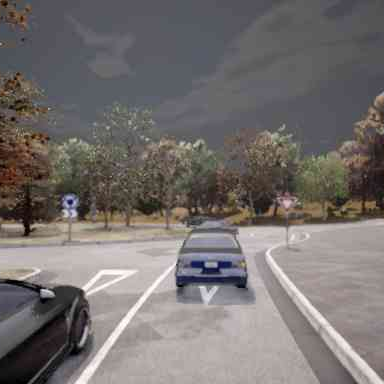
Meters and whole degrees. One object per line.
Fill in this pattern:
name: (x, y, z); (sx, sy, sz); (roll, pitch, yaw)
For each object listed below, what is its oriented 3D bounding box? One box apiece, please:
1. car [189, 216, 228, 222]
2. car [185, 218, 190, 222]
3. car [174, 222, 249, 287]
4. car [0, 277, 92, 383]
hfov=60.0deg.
car: (1.873, 2.660, 24.067); (1.994, 1.385, 4.181); (-2, -4, 28)
car: (0.805, 3.764, 42.230); (1.837, 1.490, 4.892); (4, -4, -32)
car: (0.583, 1.792, 9.923); (2.033, 1.411, 5.357); (0, -3, 4)
car: (-2.605, 1.601, 3.625); (1.994, 1.385, 4.181); (0, -1, 2)
